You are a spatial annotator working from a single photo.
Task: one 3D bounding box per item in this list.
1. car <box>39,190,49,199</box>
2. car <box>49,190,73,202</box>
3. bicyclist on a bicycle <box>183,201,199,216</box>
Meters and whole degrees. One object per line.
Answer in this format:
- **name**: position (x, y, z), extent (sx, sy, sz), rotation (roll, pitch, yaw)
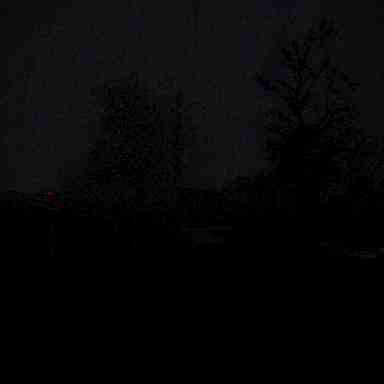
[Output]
- **car**: position (-25.124, 0.406, 57.612), extent (2.128, 1.511, 4.902), rotation (0, 1, -35)
- **car**: position (-19.048, 0.672, 48.948), extent (2.033, 1.411, 5.357), rotation (0, 1, -35)
- **bicyclist on a bicycle**: position (-0.044, 1.159, 27.154), extent (1.656, 1.620, 0.582), rotation (0, 1, -35)
